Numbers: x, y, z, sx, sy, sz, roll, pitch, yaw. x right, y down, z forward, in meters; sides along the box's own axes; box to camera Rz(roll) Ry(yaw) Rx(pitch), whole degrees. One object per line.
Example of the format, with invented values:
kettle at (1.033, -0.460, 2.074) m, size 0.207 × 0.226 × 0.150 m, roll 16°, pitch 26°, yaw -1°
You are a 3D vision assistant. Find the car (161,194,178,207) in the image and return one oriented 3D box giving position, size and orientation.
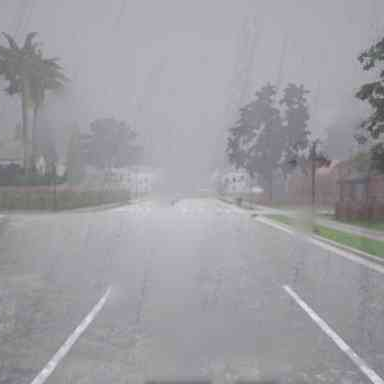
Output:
car at (-3.559, 1.393, 49.548) m, size 1.812 × 1.442 × 4.674 m, roll 0°, pitch 0°, yaw 1°

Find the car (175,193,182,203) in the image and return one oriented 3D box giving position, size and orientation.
car at (-3.510, 1.320, 64.026) m, size 2.128 × 1.511 × 4.902 m, roll 0°, pitch 1°, yaw 1°

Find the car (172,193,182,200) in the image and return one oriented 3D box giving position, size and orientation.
car at (-3.486, 1.016, 78.838) m, size 2.097 × 1.767 × 4.553 m, roll 0°, pitch 0°, yaw 0°
